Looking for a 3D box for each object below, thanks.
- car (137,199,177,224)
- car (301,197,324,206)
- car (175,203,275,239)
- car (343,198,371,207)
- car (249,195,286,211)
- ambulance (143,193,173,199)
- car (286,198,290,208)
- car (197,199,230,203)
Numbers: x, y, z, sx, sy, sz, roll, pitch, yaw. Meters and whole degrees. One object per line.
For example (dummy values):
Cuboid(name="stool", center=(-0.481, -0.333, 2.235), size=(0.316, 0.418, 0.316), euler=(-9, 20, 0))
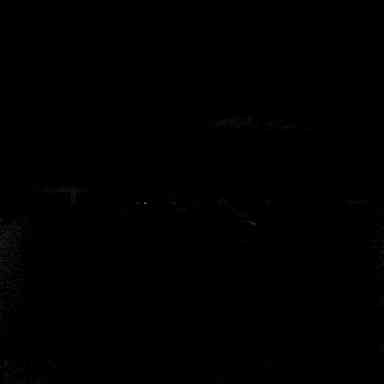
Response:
Cuboid(name="car", center=(-1.986, 1.494, 24.403), size=(3.806, 1.475, 1.970), euler=(0, 0, 35))
Cuboid(name="car", center=(21.065, 1.637, 57.952), size=(3.633, 1.501, 1.845), euler=(0, 0, 35))
Cuboid(name="car", center=(1.646, 1.528, 17.338), size=(4.514, 1.523, 2.007), euler=(0, 0, 35))
Cuboid(name="car", center=(25.396, 1.614, 51.229), size=(3.806, 1.475, 1.970), euler=(0, 0, 35))
Cuboid(name="car", center=(8.860, 1.339, 40.263), size=(3.866, 1.878, 1.905), euler=(0, 0, 35))
Cuboid(name="ambulance", center=(-5.575, 1.354, 50.442), size=(2.351, 2.431, 6.366), euler=(0, 0, 35))
Cuboid(name="car", center=(10.205, 1.361, 42.872), size=(4.605, 1.855, 1.932), euler=(0, 0, 35))
Cuboid(name="car", center=(1.461, 1.416, 29.826), size=(5.027, 1.636, 2.152), euler=(0, 0, 35))
